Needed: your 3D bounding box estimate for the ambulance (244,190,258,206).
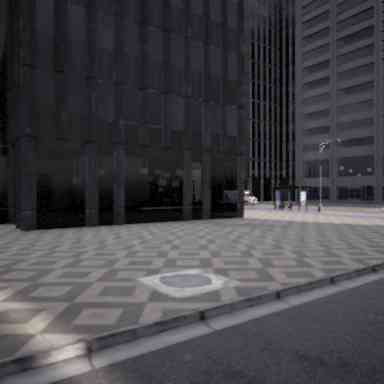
[{"bbox_3d":[7.880,0.958,54.316,2.351,2.431,6.366,0,0,-35],"label":"ambulance"}]
